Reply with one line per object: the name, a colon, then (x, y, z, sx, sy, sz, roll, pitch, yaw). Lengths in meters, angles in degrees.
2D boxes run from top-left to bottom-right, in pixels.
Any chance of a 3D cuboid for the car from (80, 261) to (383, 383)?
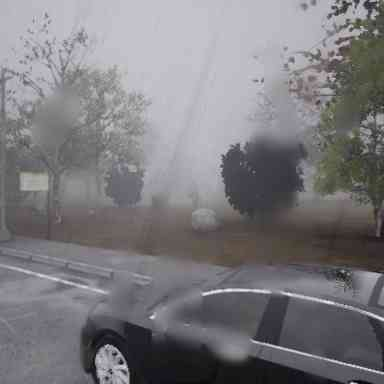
car: (0.877, 1.504, 3.379, 4.892, 1.490, 1.837, 0, 0, 36)
